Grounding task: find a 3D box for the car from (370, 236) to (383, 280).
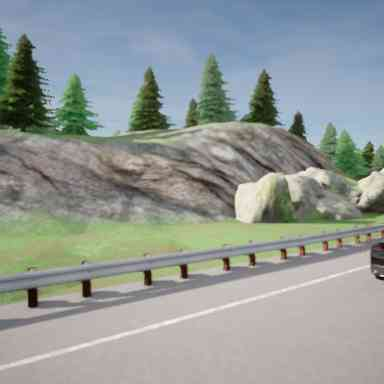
[{"bbox_3d":[6.488,1.510,8.746,4.892,1.490,1.837,0,0,-38],"label":"car"}]
